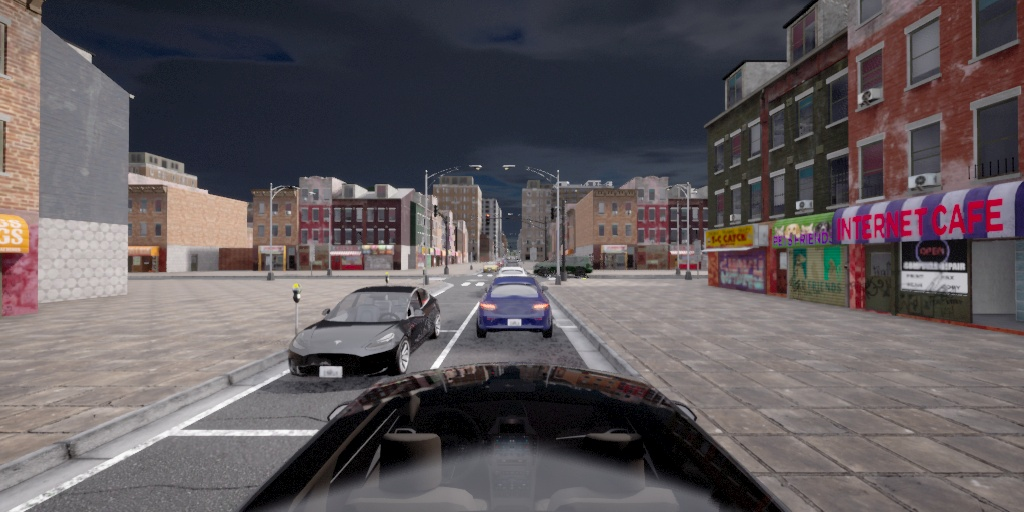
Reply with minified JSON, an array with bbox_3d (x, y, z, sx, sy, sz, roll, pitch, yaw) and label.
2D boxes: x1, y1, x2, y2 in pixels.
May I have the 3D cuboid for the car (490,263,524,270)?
[{"bbox_3d":[-0.003,1.284,19.216,1.812,1.442,4.674,0,0,0],"label":"car"}]

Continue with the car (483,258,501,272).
[{"bbox_3d":[-2.690,1.323,45.000,1.751,1.417,4.829,0,0,0],"label":"car"}]

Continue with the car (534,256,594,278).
[{"bbox_3d":[4.798,1.000,33.611,5.566,2.045,2.150,0,0,9],"label":"car"}]

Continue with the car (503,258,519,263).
[{"bbox_3d":[0.021,1.316,56.360,2.128,1.511,4.902,0,0,0],"label":"car"}]

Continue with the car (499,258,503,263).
[{"bbox_3d":[-2.696,1.355,50.775,1.888,1.381,4.507,0,0,0],"label":"car"}]

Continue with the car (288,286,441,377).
[{"bbox_3d":[-2.645,1.317,7.402,1.948,1.339,4.313,0,0,0],"label":"car"}]

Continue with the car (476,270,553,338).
[{"bbox_3d":[0.068,1.278,10.082,1.812,1.442,4.674,0,0,0],"label":"car"}]
